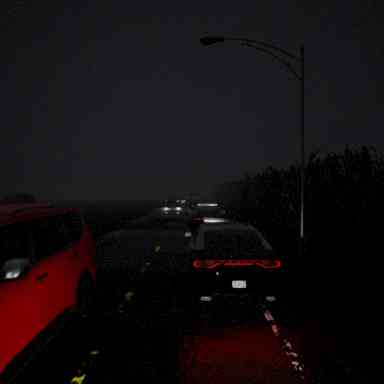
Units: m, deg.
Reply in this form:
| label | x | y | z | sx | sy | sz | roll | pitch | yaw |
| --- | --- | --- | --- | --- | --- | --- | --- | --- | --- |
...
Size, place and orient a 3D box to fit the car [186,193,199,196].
| label | x | y | z | sx | sy | sz | roll | pitch | yaw |
| --- | --- | --- | --- | --- | --- | --- | --- | --- | --- |
| car | 0.093 | 1.134 | 60.053 | 2.150 | 2.045 | 5.566 | 0 | 0 | 0 |

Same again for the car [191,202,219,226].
| label | x | y | z | sx | sy | sz | roll | pitch | yaw |
| --- | --- | --- | --- | --- | --- | --- | --- | --- | --- |
| car | 0.862 | 1.509 | 24.344 | 1.812 | 1.442 | 4.674 | 0 | 0 | 0 |

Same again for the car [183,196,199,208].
| label | x | y | z | sx | sy | sz | roll | pitch | yaw |
| --- | --- | --- | --- | --- | --- | --- | --- | --- | --- |
| car | 0.116 | 1.549 | 46.088 | 1.895 | 1.301 | 4.718 | 0 | 0 | 1 |

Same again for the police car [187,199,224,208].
| label | x | y | z | sx | sy | sz | roll | pitch | yaw |
| --- | --- | --- | --- | --- | --- | --- | --- | --- | --- |
| police car | 0.853 | 1.415 | 18.454 | 1.930 | 1.638 | 5.238 | 0 | 0 | 0 |

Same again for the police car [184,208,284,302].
| label | x | y | z | sx | sy | sz | roll | pitch | yaw |
| --- | --- | --- | --- | --- | --- | --- | --- | --- | --- |
| police car | 0.837 | 1.423 | 8.455 | 1.930 | 1.638 | 5.238 | 0 | 0 | 0 |

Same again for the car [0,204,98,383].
| label | x | y | z | sx | sy | sz | roll | pitch | yaw |
| --- | --- | --- | --- | --- | --- | --- | --- | --- | --- |
| car | -2.846 | 1.221 | 4.118 | 2.150 | 2.045 | 5.566 | 0 | 0 | 0 |

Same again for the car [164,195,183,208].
| label | x | y | z | sx | sy | sz | roll | pitch | yaw |
| --- | --- | --- | --- | --- | --- | --- | --- | --- | --- |
| car | -2.774 | 1.297 | 47.702 | 2.097 | 1.767 | 4.553 | 0 | 0 | 0 |
